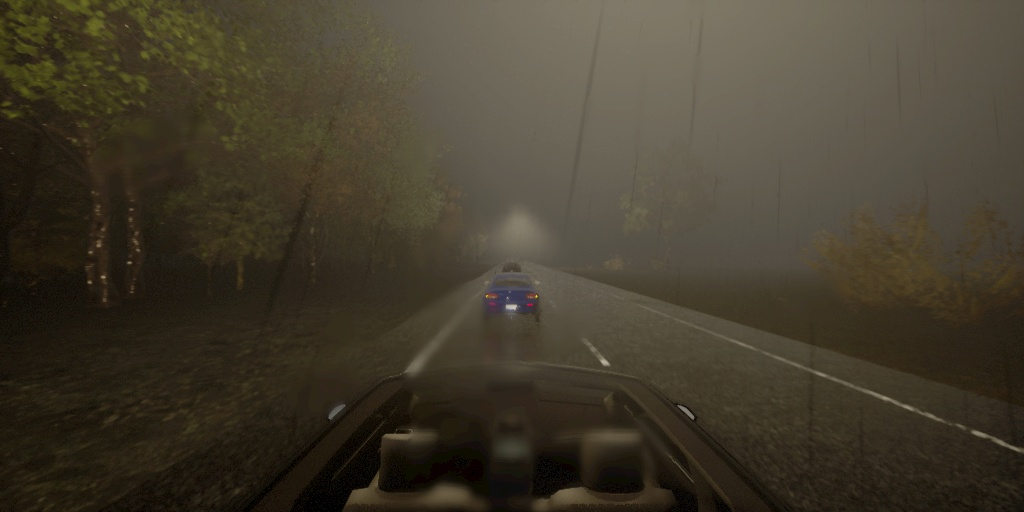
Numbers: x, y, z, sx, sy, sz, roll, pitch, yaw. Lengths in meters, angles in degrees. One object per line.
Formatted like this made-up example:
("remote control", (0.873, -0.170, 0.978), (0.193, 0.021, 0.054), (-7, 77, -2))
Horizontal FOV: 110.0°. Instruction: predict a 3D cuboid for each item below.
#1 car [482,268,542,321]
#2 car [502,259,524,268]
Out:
("car", (0.001, 1.304, 12.513), (1.812, 1.442, 4.674), (0, 0, 0))
("car", (-0.005, 1.321, 36.085), (1.882, 1.535, 5.008), (0, 0, 0))
